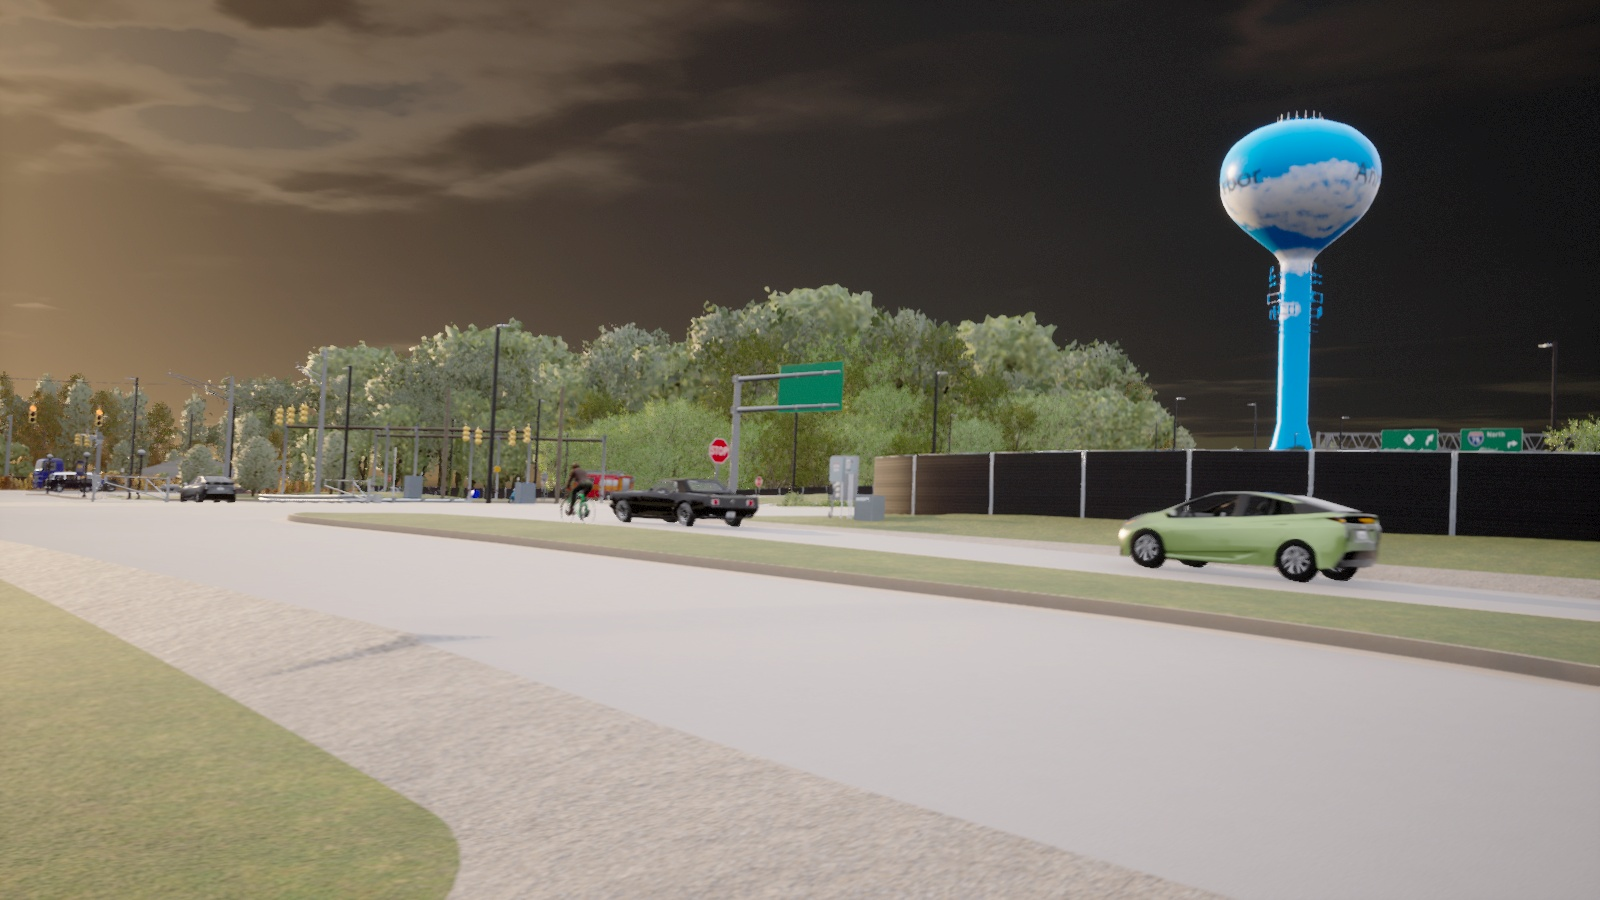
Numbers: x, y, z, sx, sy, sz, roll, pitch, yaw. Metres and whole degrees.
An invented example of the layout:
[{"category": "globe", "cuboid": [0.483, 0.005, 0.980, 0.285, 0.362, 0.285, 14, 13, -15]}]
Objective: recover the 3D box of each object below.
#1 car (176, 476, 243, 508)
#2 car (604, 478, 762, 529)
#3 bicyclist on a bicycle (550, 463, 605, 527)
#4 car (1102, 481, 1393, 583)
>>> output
[{"category": "car", "cuboid": [-30.619, 2.161, 65.044, 2.007, 1.525, 4.514, 3, -2, -39]}, {"category": "car", "cuboid": [-3.347, 1.474, 35.114, 1.895, 1.301, 4.718, 3, -3, -43]}, {"category": "bicyclist on a bicycle", "cuboid": [-5.787, 1.176, 32.618, 0.582, 1.620, 1.656, 3, -3, -43]}, {"category": "car", "cuboid": [8.021, 1.437, 22.837, 2.007, 1.525, 4.514, 4, -2, -43]}]
